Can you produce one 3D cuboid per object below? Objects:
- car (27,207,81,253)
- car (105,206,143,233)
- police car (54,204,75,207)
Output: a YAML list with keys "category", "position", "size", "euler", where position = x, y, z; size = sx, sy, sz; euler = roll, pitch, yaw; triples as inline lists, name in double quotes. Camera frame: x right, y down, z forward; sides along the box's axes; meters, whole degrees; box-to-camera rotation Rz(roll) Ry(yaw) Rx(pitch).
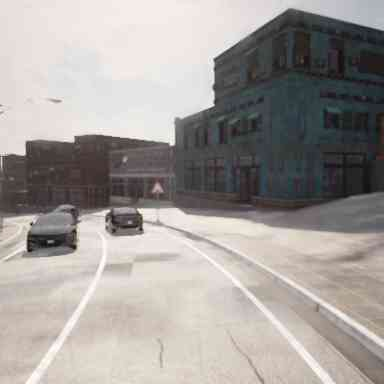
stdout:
- category: "car"
  position: [-6.123, 1.670, 15.077]
  size: [1.882, 1.535, 5.008]
  euler: [-1, -1, -17]
- category: "car"
  position: [-4.532, 1.695, 21.762]
  size: [1.882, 1.535, 5.008]
  euler: [-1, -1, -21]
- category: "police car"
  position: [-14.900, 2.202, 38.887]
  size: [1.930, 1.638, 5.238]
  euler: [-3, -2, -39]
